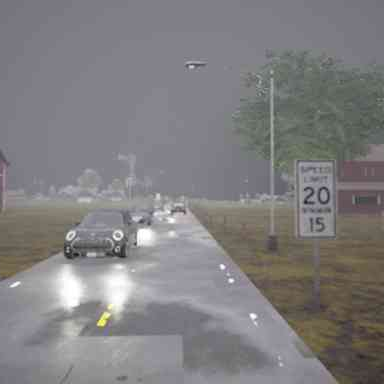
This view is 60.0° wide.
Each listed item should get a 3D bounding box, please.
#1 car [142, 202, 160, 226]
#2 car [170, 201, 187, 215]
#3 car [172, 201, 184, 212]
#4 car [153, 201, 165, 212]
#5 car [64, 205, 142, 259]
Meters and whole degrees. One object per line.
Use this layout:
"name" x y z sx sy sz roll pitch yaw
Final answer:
"car" -3.950 1.770 25.846 2.128 1.511 4.902 0 -1 -2
"car" -1.628 1.968 39.417 1.812 1.442 4.674 0 -1 -2
"car" -2.098 2.118 49.611 1.812 1.442 4.674 0 -1 -3
"car" -4.964 2.061 47.893 2.128 1.511 4.902 0 -1 -3
"car" -3.393 1.487 13.168 2.097 1.767 4.553 0 -1 -3
